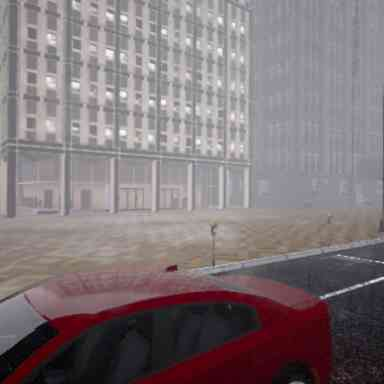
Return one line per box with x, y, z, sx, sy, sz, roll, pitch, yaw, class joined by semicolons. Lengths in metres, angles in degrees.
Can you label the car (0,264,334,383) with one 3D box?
-0.865;1.477;2.762;5.008;1.535;1.882;0;0;-36;car
